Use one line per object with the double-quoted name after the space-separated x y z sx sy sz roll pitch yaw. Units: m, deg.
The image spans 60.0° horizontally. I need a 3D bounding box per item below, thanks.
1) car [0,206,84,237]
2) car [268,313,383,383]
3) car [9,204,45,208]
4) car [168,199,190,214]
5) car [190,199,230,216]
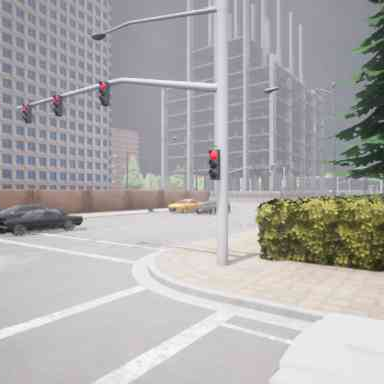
-8.650 1.655 18.786 1.895 1.301 4.718 0 0 35 "car"
2.828 1.601 1.951 4.718 1.301 1.895 0 0 36 "car"
-11.088 1.559 21.793 1.837 1.490 4.892 0 0 40 "car"
-0.574 1.532 36.142 1.882 1.535 5.008 0 0 36 "car"
2.178 1.559 33.976 1.837 1.490 4.892 0 0 36 "car"
